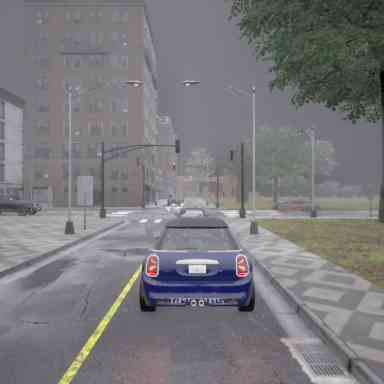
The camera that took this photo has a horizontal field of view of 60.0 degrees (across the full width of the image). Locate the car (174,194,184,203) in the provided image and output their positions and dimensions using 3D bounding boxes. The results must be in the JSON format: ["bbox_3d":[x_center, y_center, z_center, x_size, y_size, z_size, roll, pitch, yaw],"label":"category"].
[{"bbox_3d":[-2.932,1.380,77.752,2.150,2.045,5.566,0,0,0],"label":"car"}]

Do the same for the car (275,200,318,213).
[{"bbox_3d":[11.554,1.625,37.871,4.181,1.385,1.994,0,-1,-1],"label":"car"}]

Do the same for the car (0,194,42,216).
[{"bbox_3d":[-17.138,1.190,31.126,5.566,2.045,2.150,0,-1,0],"label":"car"}]

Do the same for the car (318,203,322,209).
[{"bbox_3d":[13.142,1.645,41.162,5.357,1.411,2.033,0,-1,0],"label":"car"}]

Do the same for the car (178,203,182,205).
[{"bbox_3d":[0.017,1.537,17.558,1.812,1.442,4.674,0,0,1],"label":"car"}]

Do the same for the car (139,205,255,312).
[{"bbox_3d":[0.093,1.355,7.885,2.097,1.767,4.553,0,0,0],"label":"car"}]

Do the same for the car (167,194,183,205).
[{"bbox_3d":[-2.985,1.297,55.739,2.150,2.045,5.566,0,0,-2],"label":"car"}]
